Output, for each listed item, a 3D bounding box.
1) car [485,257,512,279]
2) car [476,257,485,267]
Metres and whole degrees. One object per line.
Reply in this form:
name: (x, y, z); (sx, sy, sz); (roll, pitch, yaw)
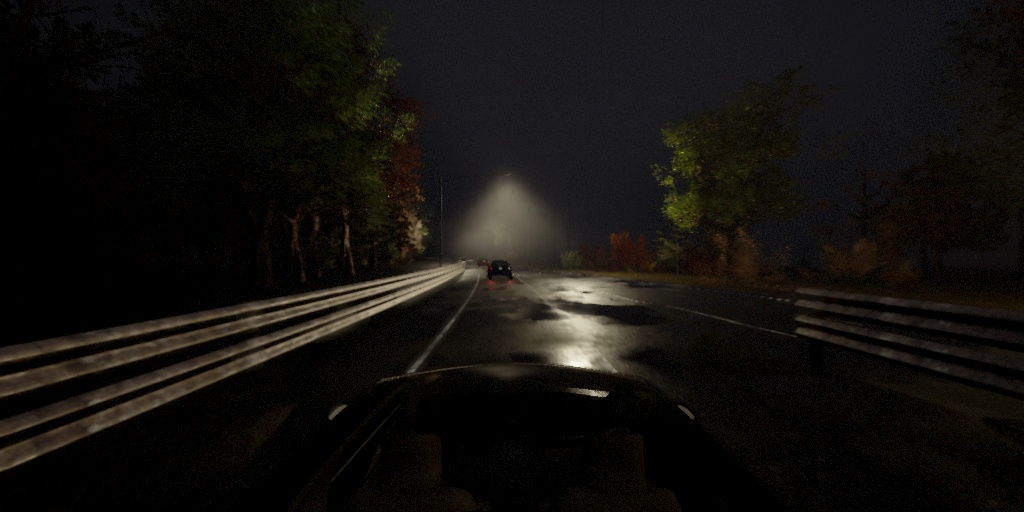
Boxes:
car: (-1.202, 1.104, 33.220); (2.097, 1.767, 4.553); (0, 0, -5)
car: (-5.332, 1.026, 64.983); (2.097, 1.767, 4.553); (0, 0, -10)
